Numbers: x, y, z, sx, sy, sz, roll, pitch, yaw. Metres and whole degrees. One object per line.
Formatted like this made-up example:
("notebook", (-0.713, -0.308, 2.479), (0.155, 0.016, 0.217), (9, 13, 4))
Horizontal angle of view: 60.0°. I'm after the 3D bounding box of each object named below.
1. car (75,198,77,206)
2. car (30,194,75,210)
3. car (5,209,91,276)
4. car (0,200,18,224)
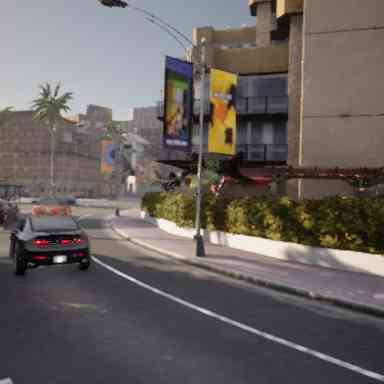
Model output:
("car", (-18.503, 1.129, 48.017), (2.097, 1.767, 4.553), (2, 0, 8))
("car", (-9.860, 1.224, 23.608), (2.097, 1.767, 4.553), (2, -1, -14))
("car", (-4.505, 1.443, 10.255), (1.837, 1.490, 4.892), (2, -2, -31))
("car", (-13.245, 1.275, 22.670), (1.837, 1.490, 4.892), (2, 0, -14))
